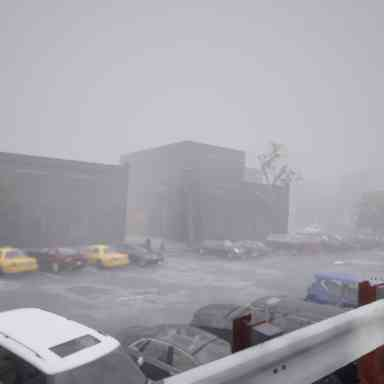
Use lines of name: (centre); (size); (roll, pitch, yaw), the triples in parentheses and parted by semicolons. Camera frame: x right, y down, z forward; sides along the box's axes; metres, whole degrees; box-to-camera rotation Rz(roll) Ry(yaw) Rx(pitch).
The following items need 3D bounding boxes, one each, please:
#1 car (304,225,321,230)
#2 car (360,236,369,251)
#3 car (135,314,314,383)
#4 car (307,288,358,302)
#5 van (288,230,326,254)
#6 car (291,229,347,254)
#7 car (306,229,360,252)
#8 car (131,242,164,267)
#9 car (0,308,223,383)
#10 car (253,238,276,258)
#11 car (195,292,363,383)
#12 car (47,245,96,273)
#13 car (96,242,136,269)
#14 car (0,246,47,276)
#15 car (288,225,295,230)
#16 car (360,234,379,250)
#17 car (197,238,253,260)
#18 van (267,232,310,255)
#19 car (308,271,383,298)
car: (23.701, 7.482, 65.222); (2.435, 2.045, 5.566); (1, -2, 36)
car: (19.659, 6.689, 42.979); (4.792, 1.488, 2.163); (1, -4, 34)
car: (0.055, 4.258, 8.046); (4.892, 1.521, 2.231); (2, -2, 34)
car: (4.798, 4.647, 11.654); (5.366, 1.575, 1.946); (2, -2, 34)
van: (12.352, 5.847, 37.883); (4.442, 1.987, 1.878); (1, -3, 34)
car: (14.875, 6.018, 39.535); (5.566, 2.045, 2.435); (1, -4, 34)
car: (17.273, 6.214, 41.258); (5.566, 2.045, 2.435); (1, -4, 34)
car: (-4.313, 4.734, 25.731); (4.792, 1.488, 2.163); (1, -4, 34)
car: (-2.352, 3.807, 6.258); (5.566, 2.045, 2.435); (2, -2, 34)
car: (5.255, 5.489, 32.641); (4.892, 1.521, 2.231); (1, -3, 34)
car: (2.495, 4.205, 9.820); (5.566, 2.045, 2.435); (2, -2, 34)
car: (-9.129, 4.312, 22.297); (5.008, 1.535, 2.097); (1, -3, 34)
car: (-6.892, 4.502, 24.115); (5.366, 1.575, 1.946); (1, -3, 34)
car: (-11.686, 4.110, 20.668); (5.366, 1.575, 1.946); (1, -3, 34)
car: (20.413, 7.751, 70.355); (1.946, 1.575, 5.366); (1, -2, 36)
car: (22.013, 6.602, 44.723); (5.566, 2.045, 2.435); (1, -3, 34)
car: (2.834, 5.166, 30.938); (4.553, 1.767, 2.185); (1, -4, 34)
van: (9.954, 5.652, 36.159); (4.442, 1.987, 1.878); (1, -3, 34)
car: (7.441, 4.608, 13.304); (5.566, 2.045, 2.435); (2, -2, 34)
